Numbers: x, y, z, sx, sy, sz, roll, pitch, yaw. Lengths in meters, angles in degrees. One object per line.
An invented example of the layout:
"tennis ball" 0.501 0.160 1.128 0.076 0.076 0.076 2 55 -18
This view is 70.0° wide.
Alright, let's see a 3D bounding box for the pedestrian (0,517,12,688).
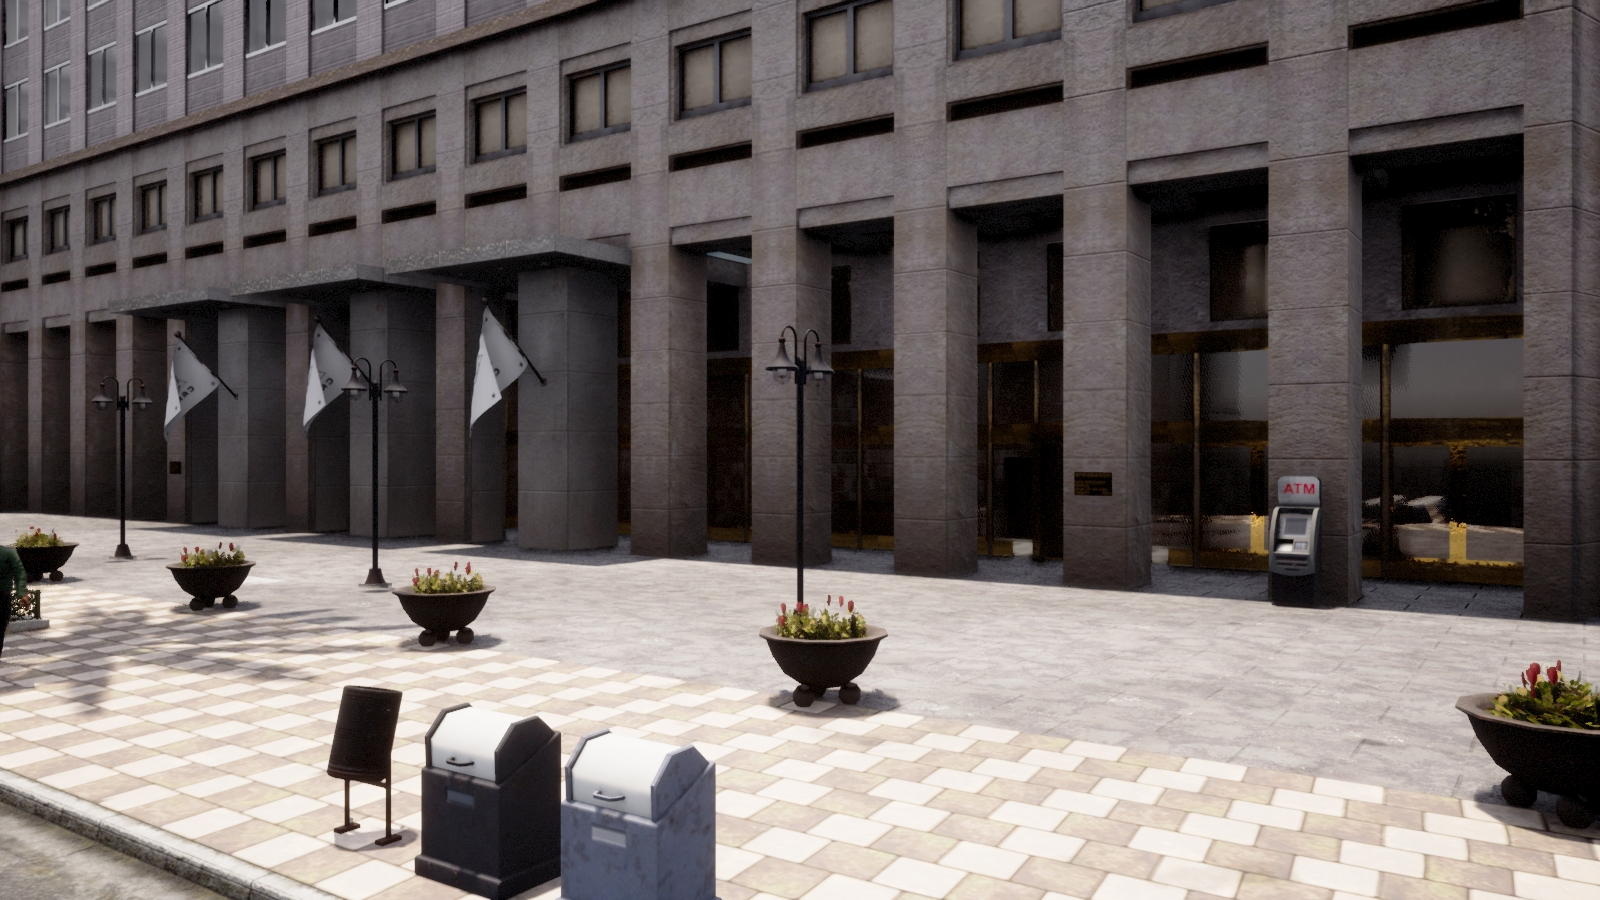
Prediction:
"pedestrian" -9.044 1.690 12.710 0.375 1.860 0.375 0 0 -22
